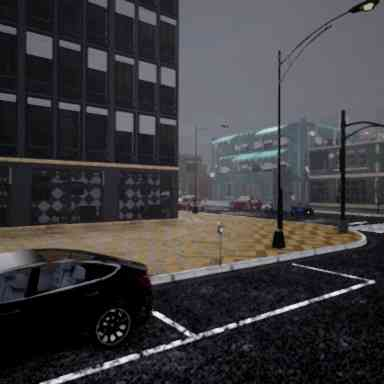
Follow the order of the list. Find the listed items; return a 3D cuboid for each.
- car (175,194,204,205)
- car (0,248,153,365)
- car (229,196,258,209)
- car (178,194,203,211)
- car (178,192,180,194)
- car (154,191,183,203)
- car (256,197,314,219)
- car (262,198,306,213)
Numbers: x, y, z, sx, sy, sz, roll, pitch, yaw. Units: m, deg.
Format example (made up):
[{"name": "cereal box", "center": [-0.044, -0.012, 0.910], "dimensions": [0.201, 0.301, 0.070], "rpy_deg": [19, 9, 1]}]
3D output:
[{"name": "car", "center": [-0.421, 1.082, 47.679], "dimensions": [2.008, 1.369, 4.403], "rpy_deg": [1, 0, -36]}, {"name": "car", "center": [-2.621, 1.566, 4.685], "dimensions": [4.313, 1.339, 1.947], "rpy_deg": [0, 0, -35]}, {"name": "car", "center": [6.134, 1.111, 38.731], "dimensions": [1.967, 1.590, 4.097], "rpy_deg": [1, 0, -36]}, {"name": "car", "center": [-0.629, 1.217, 33.779], "dimensions": [1.802, 1.307, 4.206], "rpy_deg": [1, 0, -36]}, {"name": "car", "center": [-1.234, 1.081, 38.979], "dimensions": [2.128, 1.511, 4.902], "rpy_deg": [0, 1, -36]}, {"name": "car", "center": [-3.692, 0.774, 52.153], "dimensions": [2.192, 1.841, 5.009], "rpy_deg": [1, 0, -36]}, {"name": "car", "center": [7.659, 1.340, 26.828], "dimensions": [1.994, 1.385, 4.181], "rpy_deg": [0, 1, -36]}, {"name": "car", "center": [9.410, 1.321, 34.255], "dimensions": [1.802, 1.307, 4.206], "rpy_deg": [1, 0, -36]}]
